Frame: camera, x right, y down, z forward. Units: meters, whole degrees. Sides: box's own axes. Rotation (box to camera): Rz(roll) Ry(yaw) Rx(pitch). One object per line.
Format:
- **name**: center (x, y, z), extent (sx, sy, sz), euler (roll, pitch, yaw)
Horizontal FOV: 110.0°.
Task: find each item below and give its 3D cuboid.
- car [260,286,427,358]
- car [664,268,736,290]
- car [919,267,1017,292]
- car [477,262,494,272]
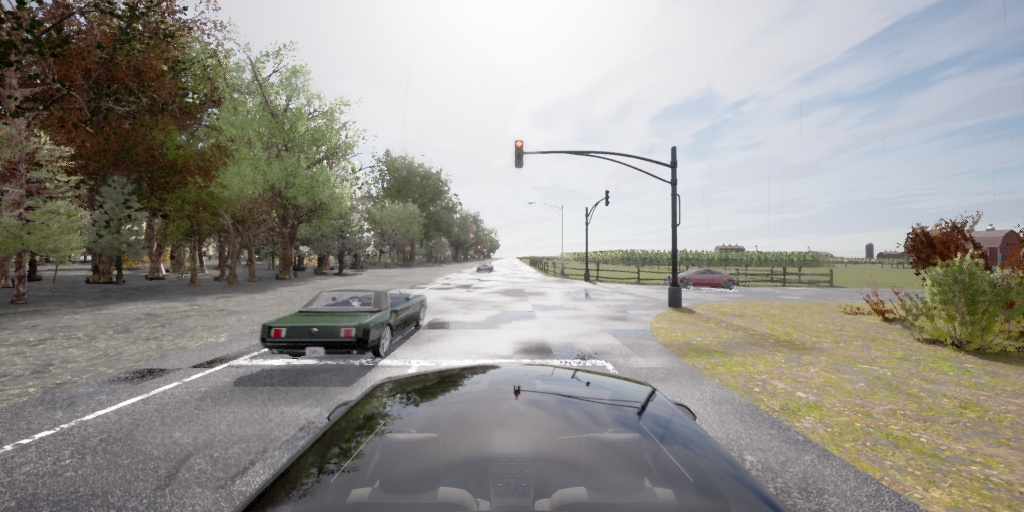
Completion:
- **car**: center (-3.392, 1.353, 8.413), extent (1.895, 1.301, 4.718), euler (0, 0, 0)
- **car**: center (12.398, 1.509, 23.764), extent (4.181, 1.385, 1.994), euler (1, -1, 4)
- **car**: center (29.634, 1.481, 23.395), extent (4.553, 1.767, 2.097), euler (1, -1, 0)
- **car**: center (-3.352, 1.355, 45.935), extent (1.895, 1.301, 4.718), euler (0, 0, 0)
